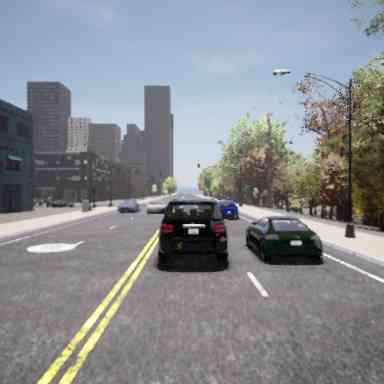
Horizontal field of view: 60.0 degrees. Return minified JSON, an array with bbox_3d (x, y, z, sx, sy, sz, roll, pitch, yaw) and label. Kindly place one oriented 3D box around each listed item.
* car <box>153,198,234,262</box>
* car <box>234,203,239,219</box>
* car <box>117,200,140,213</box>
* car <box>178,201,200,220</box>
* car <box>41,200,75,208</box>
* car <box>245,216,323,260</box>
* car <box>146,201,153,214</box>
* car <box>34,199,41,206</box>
[{"bbox_3d":[0.010,1.237,12.247,2.150,2.045,5.566,0,0,-1],"label":"car"},{"bbox_3d":[2.985,1.516,29.757,1.882,1.535,5.008,0,0,-1],"label":"car"},{"bbox_3d":[-7.060,1.599,37.823,2.033,1.411,5.357,0,0,0],"label":"car"},{"bbox_3d":[-0.261,1.565,29.446,1.812,1.442,4.674,0,0,-1],"label":"car"},{"bbox_3d":[-20.697,1.890,52.310,4.313,1.339,1.947,-1,1,-1],"label":"car"},{"bbox_3d":[3.253,1.580,12.466,1.994,1.385,4.181,0,0,-1],"label":"car"},{"bbox_3d":[-3.786,1.649,35.622,1.895,1.301,4.718,0,0,-1],"label":"car"},{"bbox_3d":[-29.169,1.899,60.683,4.403,1.369,2.008,-1,1,-1],"label":"car"}]
